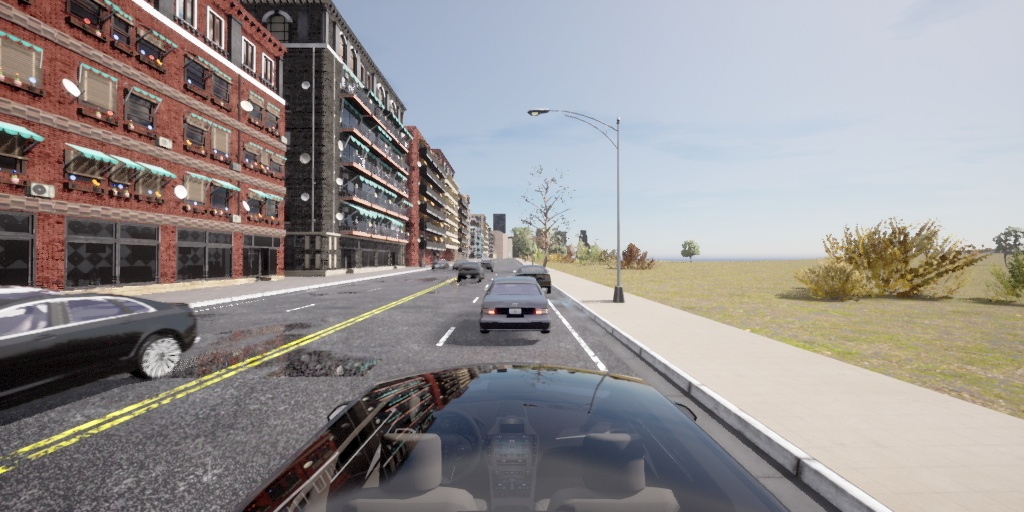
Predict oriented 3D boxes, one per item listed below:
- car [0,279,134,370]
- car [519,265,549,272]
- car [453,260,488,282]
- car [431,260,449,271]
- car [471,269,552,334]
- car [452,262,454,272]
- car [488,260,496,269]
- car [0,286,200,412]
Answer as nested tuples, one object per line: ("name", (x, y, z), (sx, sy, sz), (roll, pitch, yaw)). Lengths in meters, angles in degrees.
("car", (-9.845, 1.276, 6.144), (1.812, 1.442, 4.674), (0, 0, 0))
("car", (1.109, 1.230, 20.396), (1.882, 1.535, 5.008), (0, 0, 0))
("car", (-3.190, 1.254, 28.601), (1.837, 1.490, 4.892), (0, -1, 0))
("car", (-9.917, 1.241, 49.815), (2.128, 1.511, 4.902), (0, 0, 0))
("car", (0.089, 1.299, 10.632), (2.033, 1.411, 5.357), (0, 0, 0))
("car", (-6.665, 1.227, 47.271), (1.882, 1.535, 5.008), (0, 0, 0))
("car", (-3.214, 1.253, 45.447), (1.837, 1.490, 4.892), (0, 0, 0))
("car", (-6.606, 1.242, 4.444), (2.128, 1.511, 4.902), (0, 0, 0))
